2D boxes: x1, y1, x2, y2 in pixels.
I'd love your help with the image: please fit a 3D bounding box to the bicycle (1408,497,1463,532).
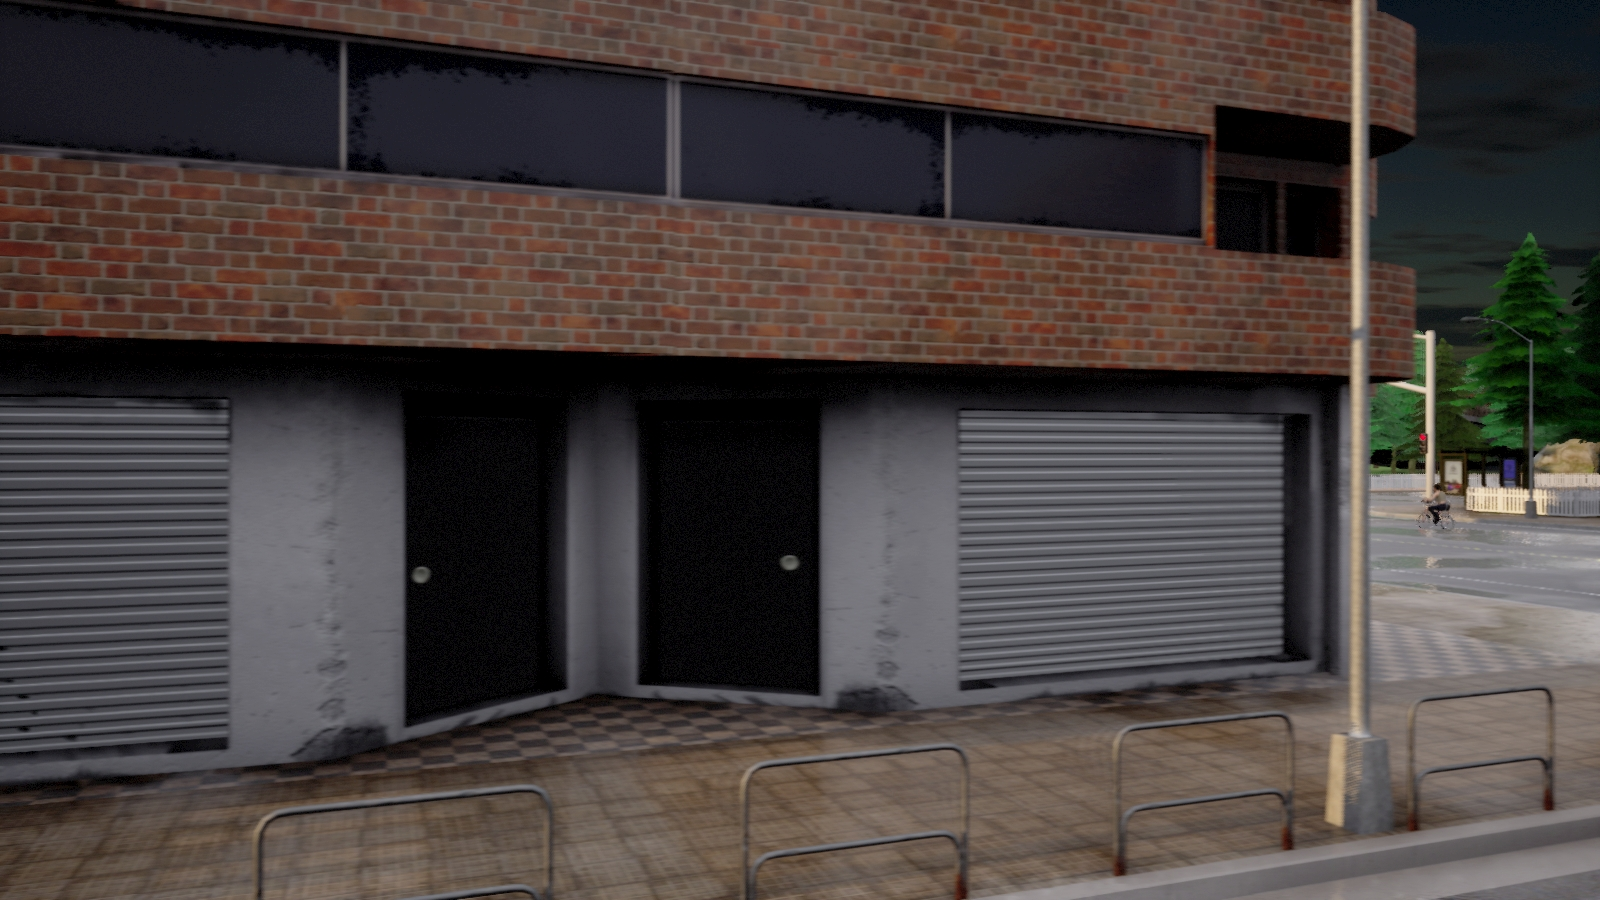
[{"bbox_3d":[22.150,2.235,39.840,0.859,1.126,1.487,0,0,-20],"label":"bicycle"}]
